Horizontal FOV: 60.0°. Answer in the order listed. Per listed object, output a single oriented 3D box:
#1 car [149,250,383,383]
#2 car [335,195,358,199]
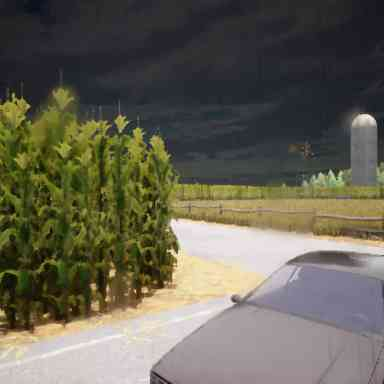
[{"bbox_3d":[1.934,1.546,4.227,2.033,1.411,5.357,0,0,43],"label":"car"},{"bbox_3d":[34.454,1.454,74.347,5.008,1.535,1.882,0,0,-5],"label":"car"}]
